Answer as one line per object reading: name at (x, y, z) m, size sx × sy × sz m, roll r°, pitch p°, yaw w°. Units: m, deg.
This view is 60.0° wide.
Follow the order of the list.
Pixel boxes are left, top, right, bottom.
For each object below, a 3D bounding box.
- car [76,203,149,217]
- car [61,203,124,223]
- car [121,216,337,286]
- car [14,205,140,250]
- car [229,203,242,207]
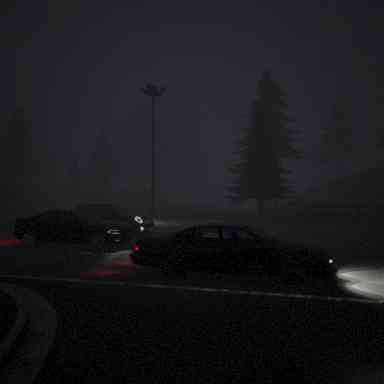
car at (-4.286, 1.368, 17.638) m, size 4.553 × 1.767 × 2.097 m, roll 0°, pitch 0°, yaw 13°
car at (-7.592, 1.581, 25.577) m, size 4.181 × 1.385 × 1.994 m, roll 0°, pitch 0°, yaw 13°
car at (1.024, 1.565, 9.240) m, size 5.357 × 1.411 × 2.033 m, roll 0°, pitch 0°, yaw 13°
car at (-5.030, 1.484, 14.218) m, size 5.008 × 1.535 × 1.882 m, roll 0°, pitch 0°, yaw 13°
car at (6.919, 1.655, 52.547) m, size 2.033 × 1.411 × 5.357 m, roll 0°, pitch 0°, yaw 10°
